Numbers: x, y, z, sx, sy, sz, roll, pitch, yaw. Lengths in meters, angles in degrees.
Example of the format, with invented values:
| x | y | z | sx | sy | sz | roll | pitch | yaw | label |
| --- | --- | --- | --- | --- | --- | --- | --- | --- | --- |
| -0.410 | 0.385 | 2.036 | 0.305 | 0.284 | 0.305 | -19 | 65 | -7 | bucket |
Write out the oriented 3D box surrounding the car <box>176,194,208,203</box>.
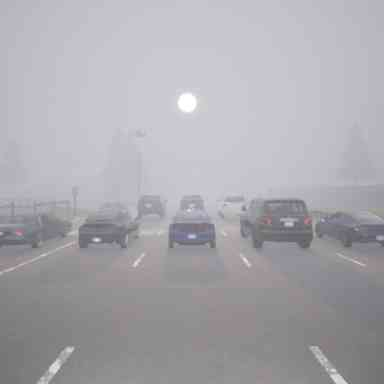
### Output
| x | y | z | sx | sy | sz | roll | pitch | yaw | label |
| --- | --- | --- | --- | --- | --- | --- | --- | --- | --- |
| 0.000 | 1.255 | 29.680 | 2.150 | 2.045 | 5.566 | 0 | 0 | 0 | car |

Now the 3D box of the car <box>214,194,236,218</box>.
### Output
| x | y | z | sx | sy | sz | roll | pitch | yaw | label |
| --- | --- | --- | --- | --- | --- | --- | --- | --- | --- |
| 3.500 | 1.255 | 29.680 | 2.150 | 2.045 | 5.566 | 0 | 0 | 0 | car |

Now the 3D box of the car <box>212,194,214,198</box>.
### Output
| x | y | z | sx | sy | sz | roll | pitch | yaw | label |
| --- | --- | --- | --- | --- | --- | --- | --- | --- | --- |
| 7.000 | 1.406 | 89.919 | 2.128 | 1.511 | 4.902 | 0 | 0 | 0 | car |

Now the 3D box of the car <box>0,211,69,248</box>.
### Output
| x | y | z | sx | sy | sz | roll | pitch | yaw | label |
| --- | --- | --- | --- | --- | --- | --- | --- | --- | --- |
| -7.000 | 1.560 | 14.650 | 2.033 | 1.411 | 5.357 | 0 | 0 | 0 | car |

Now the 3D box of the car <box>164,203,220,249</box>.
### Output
| x | y | z | sx | sy | sz | roll | pitch | yaw | label |
| --- | --- | --- | --- | --- | --- | --- | --- | --- | --- |
| 0.000 | 1.482 | 14.650 | 1.882 | 1.535 | 5.008 | 0 | 0 | 0 | car |

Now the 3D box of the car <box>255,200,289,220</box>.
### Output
| x | y | z | sx | sy | sz | roll | pitch | yaw | label |
| --- | --- | --- | --- | --- | --- | --- | --- | --- | --- |
| 7.000 | 1.514 | 29.650 | 1.837 | 1.490 | 4.892 | 0 | 0 | 0 | car |

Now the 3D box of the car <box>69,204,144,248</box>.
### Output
| x | y | z | sx | sy | sz | roll | pitch | yaw | label |
| --- | --- | --- | --- | --- | --- | --- | --- | --- | --- |
| -3.500 | 1.513 | 14.650 | 1.837 | 1.490 | 4.892 | 0 | 0 | 0 | car |

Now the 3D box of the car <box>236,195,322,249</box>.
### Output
| x | y | z | sx | sy | sz | roll | pitch | yaw | label |
| --- | --- | --- | --- | --- | --- | --- | --- | --- | --- |
| 3.500 | 1.255 | 14.680 | 2.150 | 2.045 | 5.566 | 0 | 0 | 0 | car |

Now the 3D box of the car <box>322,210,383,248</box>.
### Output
| x | y | z | sx | sy | sz | roll | pitch | yaw | label |
| --- | --- | --- | --- | --- | --- | --- | --- | --- | --- |
| 7.000 | 1.530 | 14.650 | 1.812 | 1.442 | 4.674 | 0 | 0 | 0 | car |

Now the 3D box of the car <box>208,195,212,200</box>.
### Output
| x | y | z | sx | sy | sz | roll | pitch | yaw | label |
| --- | --- | --- | --- | --- | --- | --- | --- | --- | --- |
| 3.500 | 1.422 | 89.952 | 2.033 | 1.411 | 5.357 | 0 | 0 | 0 | car |

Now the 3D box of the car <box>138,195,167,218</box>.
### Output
| x | y | z | sx | sy | sz | roll | pitch | yaw | label |
| --- | --- | --- | --- | --- | --- | --- | --- | --- | --- |
| -3.500 | 1.255 | 29.680 | 2.150 | 2.045 | 5.566 | 0 | 0 | 0 | car |

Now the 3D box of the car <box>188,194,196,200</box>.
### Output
| x | y | z | sx | sy | sz | roll | pitch | yaw | label |
| --- | --- | --- | --- | --- | --- | --- | --- | --- | --- |
| 0.000 | 1.324 | 93.253 | 2.097 | 1.767 | 4.553 | 0 | 0 | 0 | car |

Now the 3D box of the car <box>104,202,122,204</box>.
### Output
| x | y | z | sx | sy | sz | roll | pitch | yaw | label |
| --- | --- | --- | --- | --- | --- | --- | --- | --- | --- |
| -7.000 | 1.560 | 29.650 | 2.033 | 1.411 | 5.357 | 0 | 0 | 0 | car |
